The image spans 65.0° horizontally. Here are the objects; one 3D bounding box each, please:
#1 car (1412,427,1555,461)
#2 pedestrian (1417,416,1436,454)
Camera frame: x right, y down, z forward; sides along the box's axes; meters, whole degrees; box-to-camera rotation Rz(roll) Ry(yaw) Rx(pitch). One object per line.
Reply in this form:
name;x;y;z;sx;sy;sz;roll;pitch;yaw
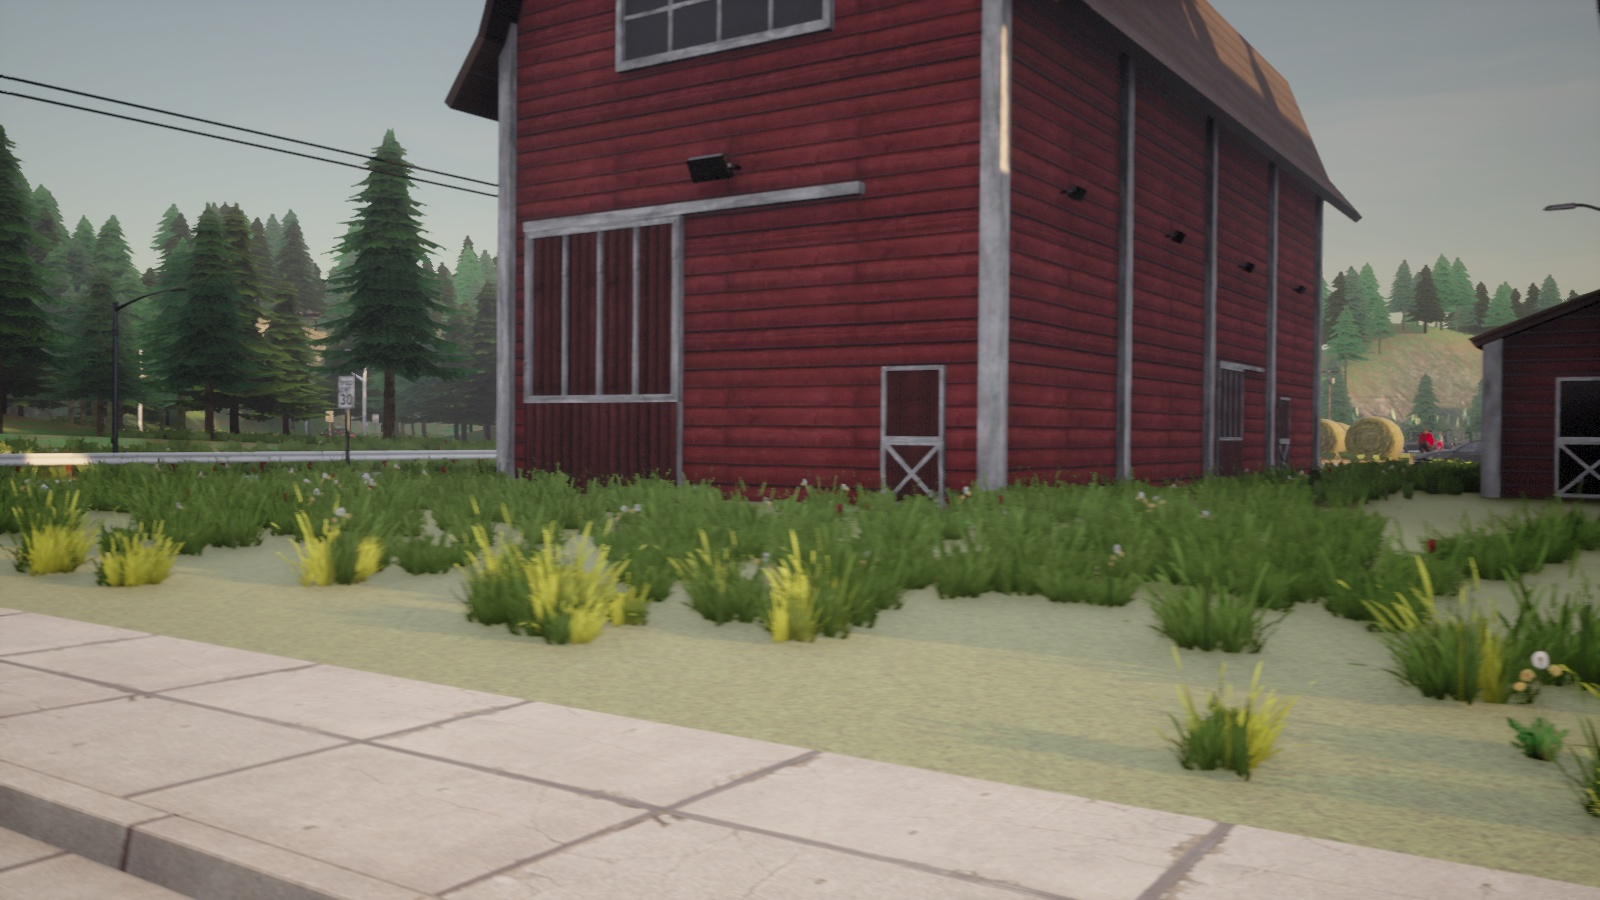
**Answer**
car;29.934;-0.270;55.041;5.357;1.411;2.033;0;1;34
pedestrian;30.222;-0.734;60.587;0.634;1.844;0.899;0;1;40
